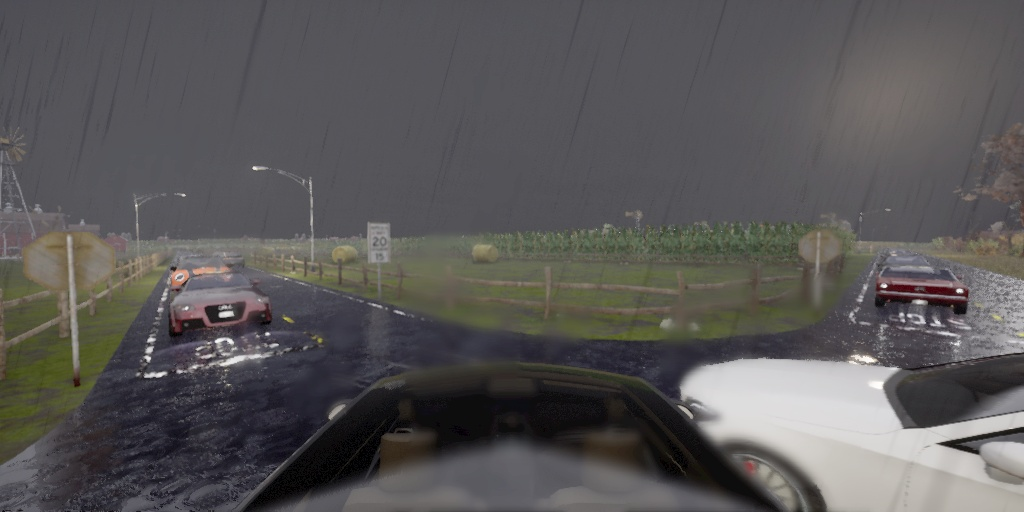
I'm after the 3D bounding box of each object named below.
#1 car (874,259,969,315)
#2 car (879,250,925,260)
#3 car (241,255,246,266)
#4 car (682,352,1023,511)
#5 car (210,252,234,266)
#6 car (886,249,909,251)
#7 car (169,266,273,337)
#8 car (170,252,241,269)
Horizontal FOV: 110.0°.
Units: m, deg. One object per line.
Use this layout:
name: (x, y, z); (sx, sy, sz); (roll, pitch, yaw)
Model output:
car: (13.285, 0.952, 11.820); (4.718, 1.301, 1.895); (-2, 4, -44)
car: (20.237, 0.637, 18.509); (5.357, 1.411, 2.033); (-2, 4, -44)
car: (-27.030, 0.468, 34.596); (2.128, 1.511, 4.902); (-2, 3, -42)
car: (3.374, 1.274, 1.866); (1.812, 1.442, 4.674); (-2, 3, -43)
car: (-34.524, 0.298, 42.617); (1.837, 1.490, 4.892); (-2, 2, -42)
car: (26.873, 0.408, 24.886); (4.181, 1.385, 1.994); (-2, 4, -44)
car: (-8.142, 1.165, 9.948); (1.994, 1.385, 4.181); (-2, 3, -44)
car: (-14.040, 0.798, 16.313); (2.097, 1.767, 4.553); (-2, 3, -43)
